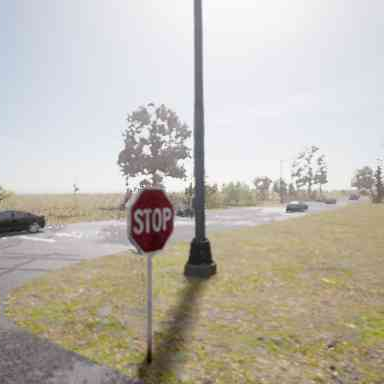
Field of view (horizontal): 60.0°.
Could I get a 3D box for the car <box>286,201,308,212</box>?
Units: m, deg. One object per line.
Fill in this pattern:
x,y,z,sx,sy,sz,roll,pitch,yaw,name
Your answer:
14.208,1.899,44.881,1.994,1.385,4.181,-1,-1,34,car

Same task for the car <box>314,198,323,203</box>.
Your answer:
32.616,2.101,84.885,1.895,1.301,4.718,-1,0,34,car

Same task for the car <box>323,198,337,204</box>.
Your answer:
32.221,2.005,76.912,1.994,1.385,4.181,-1,0,28,car

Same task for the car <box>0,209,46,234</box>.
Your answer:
-11.210,1.776,19.595,1.882,1.535,5.008,-1,-1,34,car

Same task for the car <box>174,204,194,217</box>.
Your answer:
-0.555,1.921,35.469,1.994,1.385,4.181,-1,-1,34,car
